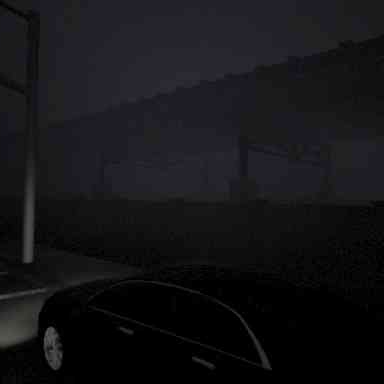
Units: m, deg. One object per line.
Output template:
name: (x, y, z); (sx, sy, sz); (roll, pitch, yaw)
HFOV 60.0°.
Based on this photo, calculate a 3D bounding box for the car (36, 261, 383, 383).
car: (-0.049, 1.592, 3.874); (4.892, 1.490, 1.837); (0, -2, 42)
